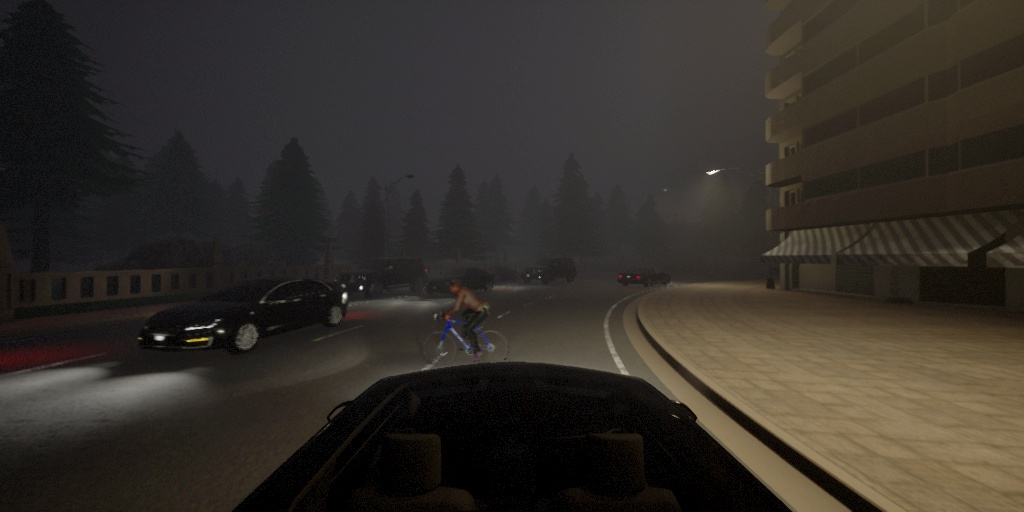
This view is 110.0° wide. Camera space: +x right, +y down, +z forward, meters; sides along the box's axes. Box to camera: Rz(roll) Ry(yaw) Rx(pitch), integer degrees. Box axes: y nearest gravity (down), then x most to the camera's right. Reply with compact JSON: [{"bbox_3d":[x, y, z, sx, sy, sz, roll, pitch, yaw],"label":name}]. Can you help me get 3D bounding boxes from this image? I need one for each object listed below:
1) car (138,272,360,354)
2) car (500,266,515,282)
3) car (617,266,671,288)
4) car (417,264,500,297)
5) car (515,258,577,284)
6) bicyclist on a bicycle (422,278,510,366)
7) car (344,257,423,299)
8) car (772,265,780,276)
[{"bbox_3d":[-6.173,1.301,9.063,1.837,1.490,4.892,0,-1,9],"label":"car"},{"bbox_3d":[-1.165,1.489,29.322,1.994,1.385,4.181,0,0,37],"label":"car"},{"bbox_3d":[9.571,1.454,25.788,2.033,1.411,5.357,0,-1,44],"label":"car"},{"bbox_3d":[-2.801,1.344,20.189,1.882,1.535,5.008,0,-1,26],"label":"car"},{"bbox_3d":[3.084,1.147,29.105,2.150,2.045,5.566,0,0,43],"label":"car"},{"bbox_3d":[-0.873,1.233,6.579,1.656,1.620,0.582,-2,-1,7],"label":"bicyclist on a bicycle"},{"bbox_3d":[-6.924,1.084,19.566,2.150,2.045,5.566,0,-1,24],"label":"car"},{"bbox_3d":[30.597,1.523,39.066,4.674,1.442,1.812,0,0,-5],"label":"car"}]
